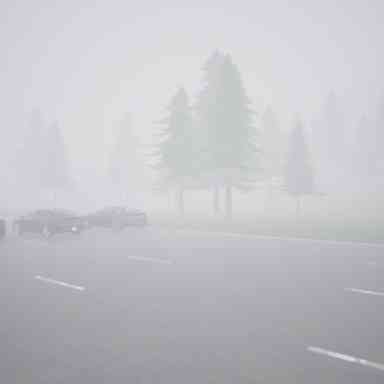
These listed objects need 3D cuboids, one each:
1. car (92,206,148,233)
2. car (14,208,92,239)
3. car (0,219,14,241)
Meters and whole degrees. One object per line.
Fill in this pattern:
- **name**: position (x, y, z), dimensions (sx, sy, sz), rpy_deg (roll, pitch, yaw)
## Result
- **car**: position (-4.883, 1.601, 20.370), dimensions (4.902, 1.511, 2.128), rpy_deg (0, 0, 35)
- **car**: position (-7.930, 1.623, 18.241), dimensions (4.892, 1.490, 1.837), rpy_deg (0, 0, 35)
- **car**: position (-10.922, 1.602, 16.076), dimensions (5.008, 1.535, 1.882), rpy_deg (0, 0, 35)
